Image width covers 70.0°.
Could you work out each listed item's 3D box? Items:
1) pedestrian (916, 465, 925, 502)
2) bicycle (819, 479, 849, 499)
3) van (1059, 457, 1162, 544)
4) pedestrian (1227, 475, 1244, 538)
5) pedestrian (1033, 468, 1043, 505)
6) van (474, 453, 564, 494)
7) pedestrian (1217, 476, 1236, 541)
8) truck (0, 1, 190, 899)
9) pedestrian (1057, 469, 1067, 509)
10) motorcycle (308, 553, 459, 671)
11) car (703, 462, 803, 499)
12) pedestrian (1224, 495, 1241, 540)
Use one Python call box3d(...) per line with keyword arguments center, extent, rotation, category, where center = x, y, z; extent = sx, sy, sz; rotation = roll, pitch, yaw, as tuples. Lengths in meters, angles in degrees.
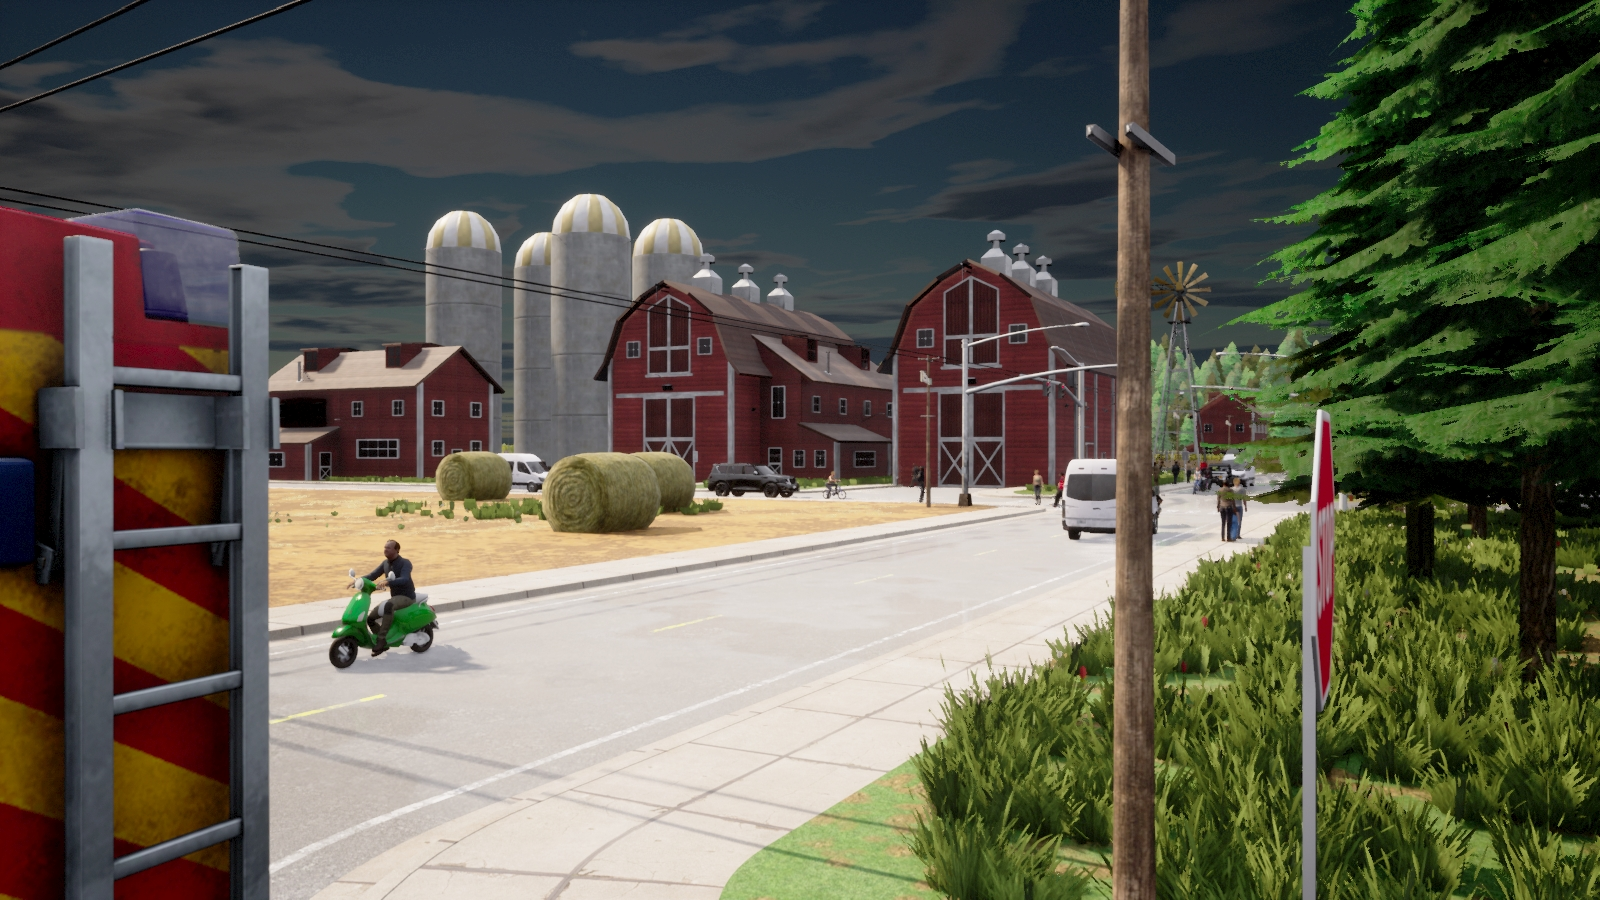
box3d(center=(6.003, 1.671, 56.919), extent=(0.375, 1.860, 0.375), rotation=(0, 0, 24), category="pedestrian")
box3d(center=(1.946, 2.220, 64.704), extent=(1.487, 1.080, 0.859), rotation=(0, 0, 27), category="bicycle")
box3d(center=(10.232, 1.534, 37.281), extent=(1.988, 2.561, 5.915), rotation=(0, 0, 28), category="van")
box3d(center=(13.069, 1.694, 34.265), extent=(0.375, 1.860, 0.375), rotation=(0, 0, 40), category="pedestrian")
box3d(center=(11.929, 1.824, 57.285), extent=(0.375, 1.860, 0.375), rotation=(0, 0, 26), category="pedestrian")
box3d(center=(-18.570, 1.494, 75.315), extent=(5.915, 2.561, 1.988), rotation=(0, 1, 27), category="van")
box3d(center=(12.351, 1.695, 33.078), extent=(0.375, 1.860, 0.375), rotation=(0, 0, 45), category="pedestrian")
box3d(center=(-6.153, 0.864, 3.534), extent=(8.468, 3.827, 2.891), rotation=(0, 0, 23), category="truck")
box3d(center=(12.332, 1.843, 53.813), extent=(0.375, 1.860, 0.375), rotation=(0, 0, 33), category="pedestrian")
box3d(center=(-5.583, 2.142, 15.440), extent=(0.856, 1.316, 1.805), rotation=(0, 0, 28), category="motorcycle")
box3d(center=(-2.779, 1.752, 67.149), extent=(5.566, 2.045, 2.150), rotation=(0, 0, 27), category="car")
box3d(center=(12.758, 1.976, 33.697), extent=(0.375, 1.300, 0.375), rotation=(0, 0, 43), category="pedestrian")
